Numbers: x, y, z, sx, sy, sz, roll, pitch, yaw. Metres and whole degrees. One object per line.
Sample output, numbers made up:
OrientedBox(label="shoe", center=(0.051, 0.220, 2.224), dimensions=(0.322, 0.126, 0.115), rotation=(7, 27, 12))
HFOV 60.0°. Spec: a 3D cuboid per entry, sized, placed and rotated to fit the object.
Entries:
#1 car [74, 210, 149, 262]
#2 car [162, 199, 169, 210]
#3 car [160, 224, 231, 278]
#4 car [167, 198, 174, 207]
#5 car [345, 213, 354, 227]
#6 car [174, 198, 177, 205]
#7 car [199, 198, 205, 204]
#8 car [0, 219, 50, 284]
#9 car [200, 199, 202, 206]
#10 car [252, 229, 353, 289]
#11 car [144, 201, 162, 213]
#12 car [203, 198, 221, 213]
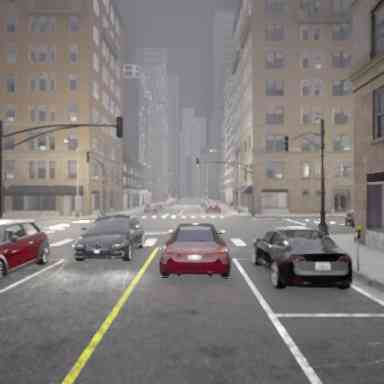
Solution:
OrientedBox(label="car", center=(-2.996, 1.666, 12.886), dimensions=(1.837, 1.490, 4.892), rotation=(0, -1, 0))
OrientedBox(label="car", center=(-5.599, 2.305, 57.255), dimensions=(2.008, 1.369, 4.403), rotation=(0, -1, 0))
OrientedBox(label="car", center=(0.143, 1.696, 10.659), dimensions=(1.994, 1.385, 4.181), rotation=(0, -1, 2))
OrientedBox(label="car", center=(-5.567, 2.519, 73.309), dimensions=(1.752, 1.417, 4.829), rotation=(0, -1, 0))
OrientedBox(label="car", center=(12.513, 1.766, 21.469), dimensions=(4.892, 1.490, 1.837), rotation=(-1, -2, 0))
OrientedBox(label="car", center=(-5.545, 2.484, 84.298), dimensions=(2.192, 1.841, 5.009), rotation=(0, -1, 0))
OrientedBox(label="car", center=(2.947, 2.354, 68.058), dimensions=(1.967, 1.590, 4.097), rotation=(0, -1, 0))
OrientedBox(label="car", center=(-5.668, 1.556, 9.341), dimensions=(1.967, 1.590, 4.097), rotation=(0, -1, 0))
OrientedBox(label="car", center=(2.925, 2.305, 57.240), dimensions=(2.008, 1.369, 4.403), rotation=(0, -1, 0))
OrientedBox(label="car", center=(2.858, 1.682, 9.336), dimensions=(1.947, 1.339, 4.313), rotation=(0, -1, 0))
OrientedBox(label="car", center=(-5.623, 2.184, 46.439), dimensions=(1.802, 1.307, 4.206), rotation=(0, -1, 0))
OrientedBox(label="car", center=(2.902, 2.043, 46.425), dimensions=(1.967, 1.590, 4.097), rotation=(0, -1, 0))
